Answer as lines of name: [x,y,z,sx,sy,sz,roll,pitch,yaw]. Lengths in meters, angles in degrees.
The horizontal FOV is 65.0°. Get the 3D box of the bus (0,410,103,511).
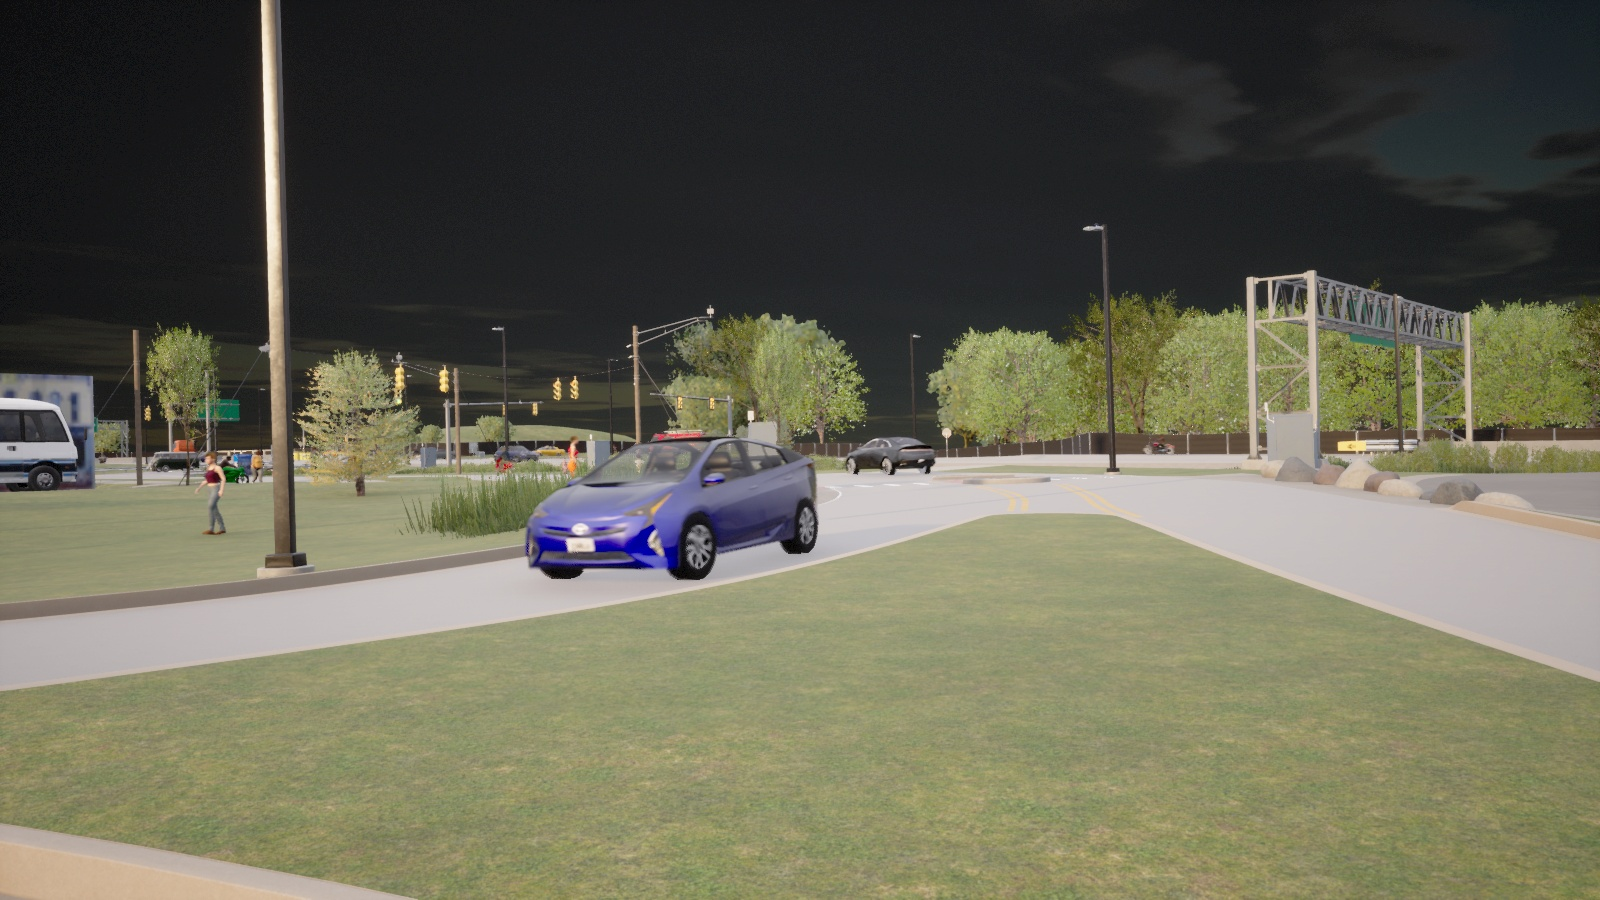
bus: [-35.866,0.543,53.159,3.944,4.253,10.273,-4,-1,41]

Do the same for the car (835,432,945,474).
car: [3.516,0.142,50.112,2.128,1.511,4.902,-2,0,-26]

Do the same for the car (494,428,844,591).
car: [-1.321,0.602,14.873,2.007,1.525,4.514,-3,0,25]

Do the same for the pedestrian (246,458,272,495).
pedestrian: [-28.384,1.381,65.881,0.900,1.855,0.874,-3,-1,35]

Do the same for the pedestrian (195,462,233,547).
pedestrian: [-12.930,1.191,27.715,0.345,1.836,0.594,-4,-1,39]

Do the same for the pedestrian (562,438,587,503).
pedestrian: [-6.514,0.584,36.293,0.594,1.836,0.345,-3,-1,-19]

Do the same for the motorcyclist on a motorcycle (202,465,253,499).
motorcyclist on a motorcycle: [-27.925,1.544,61.277,2.044,1.523,0.797,-4,0,-36]

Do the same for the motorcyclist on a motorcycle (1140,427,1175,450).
motorcyclist on a motorcycle: [26.582,-0.869,93.315,2.350,1.649,0.766,-1,0,32]
